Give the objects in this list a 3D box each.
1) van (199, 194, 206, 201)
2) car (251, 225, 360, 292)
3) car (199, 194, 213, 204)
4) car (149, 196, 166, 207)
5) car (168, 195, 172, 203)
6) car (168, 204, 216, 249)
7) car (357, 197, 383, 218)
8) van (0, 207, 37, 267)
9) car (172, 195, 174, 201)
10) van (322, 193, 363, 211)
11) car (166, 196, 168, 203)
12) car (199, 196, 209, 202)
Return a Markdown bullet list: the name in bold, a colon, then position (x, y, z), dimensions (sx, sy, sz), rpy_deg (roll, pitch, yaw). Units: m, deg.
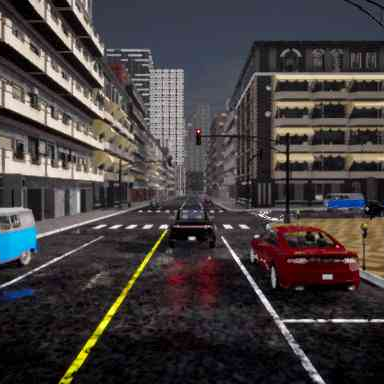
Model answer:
- **van**: position (2.680, 1.380, 85.452), dimensions (1.690, 1.788, 3.998), rpy_deg (-1, 0, 0)
- **car**: position (2.683, 1.543, 8.814), dimensions (1.887, 1.381, 4.507), rpy_deg (0, 0, 0)
- **car**: position (2.681, 1.454, 57.813), dimensions (1.967, 1.590, 4.097), rpy_deg (-1, 0, 0)
- **car**: position (-5.697, 1.561, 52.291), dimensions (2.008, 1.369, 4.403), rpy_deg (0, 0, 0)
- **car**: position (-5.699, 1.463, 68.874), dimensions (1.967, 1.590, 4.097), rpy_deg (-1, 0, 0)
- **car**: position (0.000, 1.495, 14.651), dimensions (2.128, 1.511, 4.902), rpy_deg (0, 0, 0)
- **car**: position (15.763, 1.328, 26.011), dimensions (4.313, 1.339, 1.947), rpy_deg (-1, 1, -1)
- **van**: position (-5.699, 1.340, 8.815), dimensions (1.690, 1.788, 3.998), rpy_deg (0, 0, 0)
- **car**: position (-5.698, 1.609, 74.402), dimensions (1.802, 1.307, 4.206), rpy_deg (-1, 0, 0)
- **van**: position (15.641, 1.035, 34.385), dimensions (3.998, 1.788, 1.690), rpy_deg (-1, 1, -1)
- **car**: position (-5.698, 1.580, 57.818), dimensions (1.947, 1.339, 4.313), rpy_deg (0, 0, 0)
- **car**: position (2.683, 1.578, 74.396), dimensions (2.008, 1.369, 4.403), rpy_deg (-1, 0, 0)
